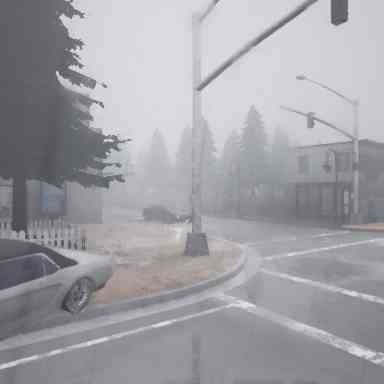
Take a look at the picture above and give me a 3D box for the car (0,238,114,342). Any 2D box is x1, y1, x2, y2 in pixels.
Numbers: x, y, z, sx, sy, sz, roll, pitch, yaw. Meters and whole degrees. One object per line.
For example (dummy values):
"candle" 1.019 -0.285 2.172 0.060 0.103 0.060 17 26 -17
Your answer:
"car" -3.293 1.485 4.858 1.895 1.301 4.718 4 3 24

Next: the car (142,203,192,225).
"car" -1.786 1.532 24.064 2.033 1.411 5.357 0 0 -34
